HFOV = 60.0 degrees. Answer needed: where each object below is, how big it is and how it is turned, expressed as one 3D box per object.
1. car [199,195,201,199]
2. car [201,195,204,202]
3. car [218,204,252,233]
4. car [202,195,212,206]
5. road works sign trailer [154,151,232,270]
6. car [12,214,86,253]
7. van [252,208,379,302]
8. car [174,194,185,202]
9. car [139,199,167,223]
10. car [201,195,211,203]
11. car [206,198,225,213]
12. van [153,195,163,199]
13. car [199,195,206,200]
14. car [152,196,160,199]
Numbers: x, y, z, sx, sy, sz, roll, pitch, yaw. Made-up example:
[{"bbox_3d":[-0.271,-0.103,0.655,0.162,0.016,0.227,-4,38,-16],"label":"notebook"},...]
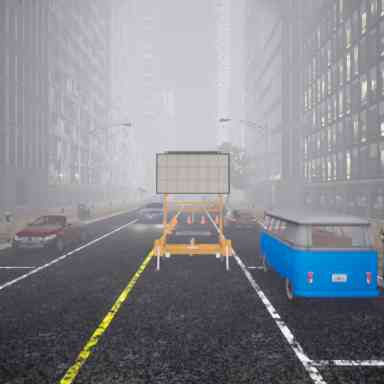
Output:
[{"bbox_3d":[2.884,1.410,64.878,1.967,1.590,4.097,0,0,0],"label":"car"},{"bbox_3d":[2.849,1.538,53.493,2.008,1.369,4.403,0,0,0],"label":"car"},{"bbox_3d":[2.746,1.581,19.338,1.802,1.307,4.206,0,0,0],"label":"car"},{"bbox_3d":[2.832,1.544,47.801,2.008,1.369,4.403,0,0,0],"label":"car"},{"bbox_3d":[0.031,0.464,10.982,2.380,3.560,2.880,0,0,0],"label":"road works sign trailer"},{"bbox_3d":[-5.652,1.582,13.674,1.802,1.307,4.206,0,0,0],"label":"car"},{"bbox_3d":[2.712,1.341,7.955,1.690,1.788,3.998,0,0,0],"label":"van"},{"bbox_3d":[-2.783,1.178,73.203,2.150,2.045,5.566,0,0,0],"label":"car"},{"bbox_3d":[-2.925,1.525,25.772,1.812,1.442,4.674,0,0,0],"label":"car"},{"bbox_3d":[2.901,1.401,70.570,1.967,1.590,4.097,0,0,0],"label":"car"},{"bbox_3d":[2.798,1.581,36.416,1.802,1.307,4.206,0,0,0],"label":"car"},{"bbox_3d":[-5.531,1.328,53.522,1.690,1.788,3.998,0,0,0],"label":"van"},{"bbox_3d":[2.970,1.463,93.341,1.887,1.381,4.507,0,0,0],"label":"car"},{"bbox_3d":[-5.566,1.548,42.137,2.008,1.369,4.403,0,0,0],"label":"car"}]
